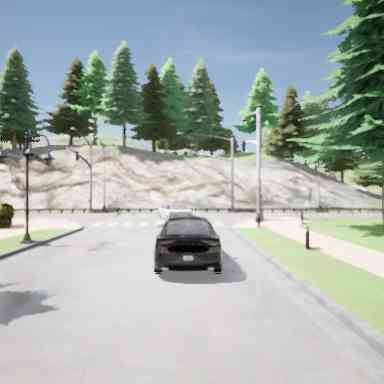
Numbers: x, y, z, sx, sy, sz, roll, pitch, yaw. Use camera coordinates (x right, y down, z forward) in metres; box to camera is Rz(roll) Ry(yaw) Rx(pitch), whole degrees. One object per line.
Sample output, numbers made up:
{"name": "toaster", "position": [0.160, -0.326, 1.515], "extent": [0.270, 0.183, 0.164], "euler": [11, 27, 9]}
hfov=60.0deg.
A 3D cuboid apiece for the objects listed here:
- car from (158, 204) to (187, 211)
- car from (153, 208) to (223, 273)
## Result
{"name": "car", "position": [-1.466, 1.579, 26.517], "extent": [1.895, 1.301, 4.718], "euler": [0, 0, -16]}
{"name": "car", "position": [-0.142, 1.507, 10.829], "extent": [1.882, 1.535, 5.008], "euler": [0, 0, -1]}
